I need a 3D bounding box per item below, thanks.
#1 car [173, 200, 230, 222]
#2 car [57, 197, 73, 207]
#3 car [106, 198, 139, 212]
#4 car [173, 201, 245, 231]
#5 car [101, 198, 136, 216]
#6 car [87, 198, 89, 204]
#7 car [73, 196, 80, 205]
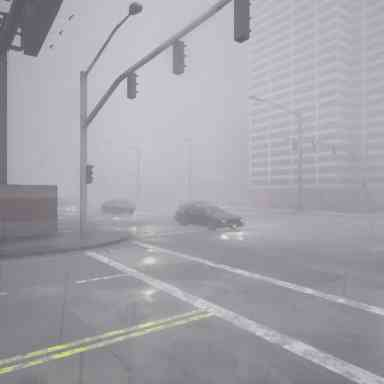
[{"bbox_3d":[0.669,1.491,27.257,2.128,1.511,4.902,0,0,-35],"label":"car"},{"bbox_3d":[-20.036,1.506,50.598,1.837,1.490,4.892,0,0,-35],"label":"car"},{"bbox_3d":[-8.478,1.491,40.215,2.128,1.511,4.902,0,0,-35],"label":"car"},{"bbox_3d":[0.868,1.548,20.908,2.033,1.411,5.357,0,0,-35],"label":"car"},{"bbox_3d":[-7.347,1.477,32.542,1.882,1.535,5.008,0,0,-35],"label":"car"},{"bbox_3d":[-21.536,1.526,65.115,1.812,1.442,4.674,0,0,-35],"label":"car"},{"bbox_3d":[-19.996,1.528,56.687,1.812,1.442,4.674,0,0,-35],"label":"car"}]
